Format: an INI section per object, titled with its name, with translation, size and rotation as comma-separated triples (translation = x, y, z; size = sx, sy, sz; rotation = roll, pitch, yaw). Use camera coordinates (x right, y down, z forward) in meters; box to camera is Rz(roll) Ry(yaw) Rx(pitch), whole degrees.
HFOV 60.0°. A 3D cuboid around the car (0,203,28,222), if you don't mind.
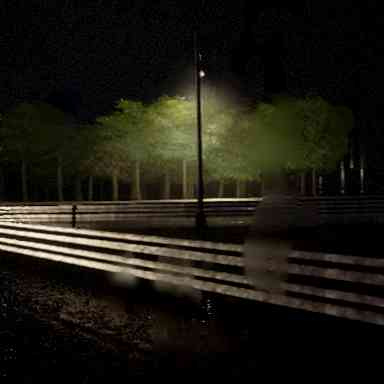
[car]
translation = -14.967, 1.556, 25.336
size = 4.792, 1.488, 2.163
rotation = -1, 0, 12
